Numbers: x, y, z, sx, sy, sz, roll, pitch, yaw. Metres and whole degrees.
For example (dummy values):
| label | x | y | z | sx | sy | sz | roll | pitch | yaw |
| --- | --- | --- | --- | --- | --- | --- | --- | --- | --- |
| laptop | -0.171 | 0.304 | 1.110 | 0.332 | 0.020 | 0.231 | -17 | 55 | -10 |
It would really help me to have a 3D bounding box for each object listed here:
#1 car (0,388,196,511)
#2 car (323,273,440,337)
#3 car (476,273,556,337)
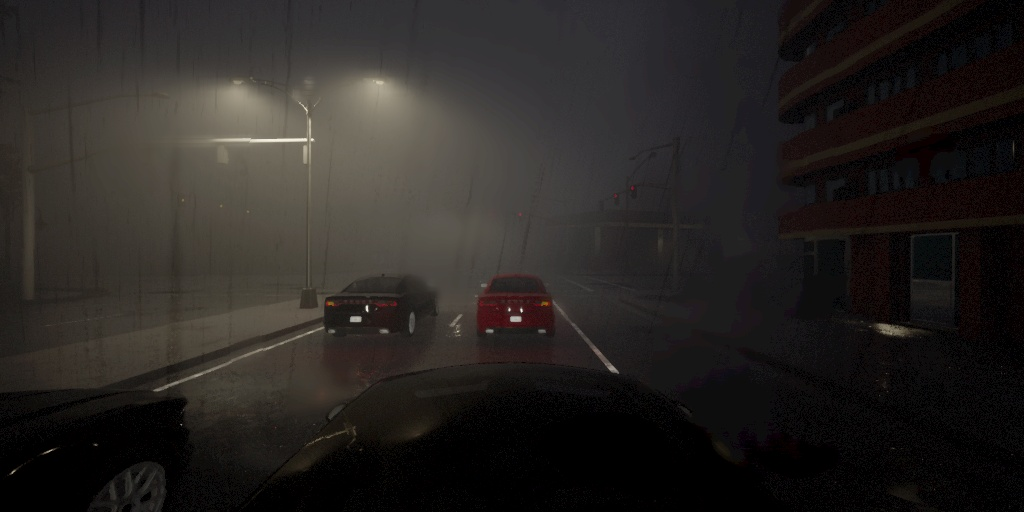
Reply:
| label | x | y | z | sx | sy | sz | roll | pitch | yaw |
| --- | --- | --- | --- | --- | --- | --- | --- | --- | --- |
| car | -3.408 | 1.228 | 0.716 | 1.882 | 1.535 | 5.008 | 0 | 0 | 0 |
| car | -3.397 | 1.228 | 10.290 | 1.882 | 1.535 | 5.008 | 0 | 0 | 0 |
| car | 0.108 | 1.228 | 10.305 | 1.882 | 1.535 | 5.008 | 0 | 0 | 1 |
